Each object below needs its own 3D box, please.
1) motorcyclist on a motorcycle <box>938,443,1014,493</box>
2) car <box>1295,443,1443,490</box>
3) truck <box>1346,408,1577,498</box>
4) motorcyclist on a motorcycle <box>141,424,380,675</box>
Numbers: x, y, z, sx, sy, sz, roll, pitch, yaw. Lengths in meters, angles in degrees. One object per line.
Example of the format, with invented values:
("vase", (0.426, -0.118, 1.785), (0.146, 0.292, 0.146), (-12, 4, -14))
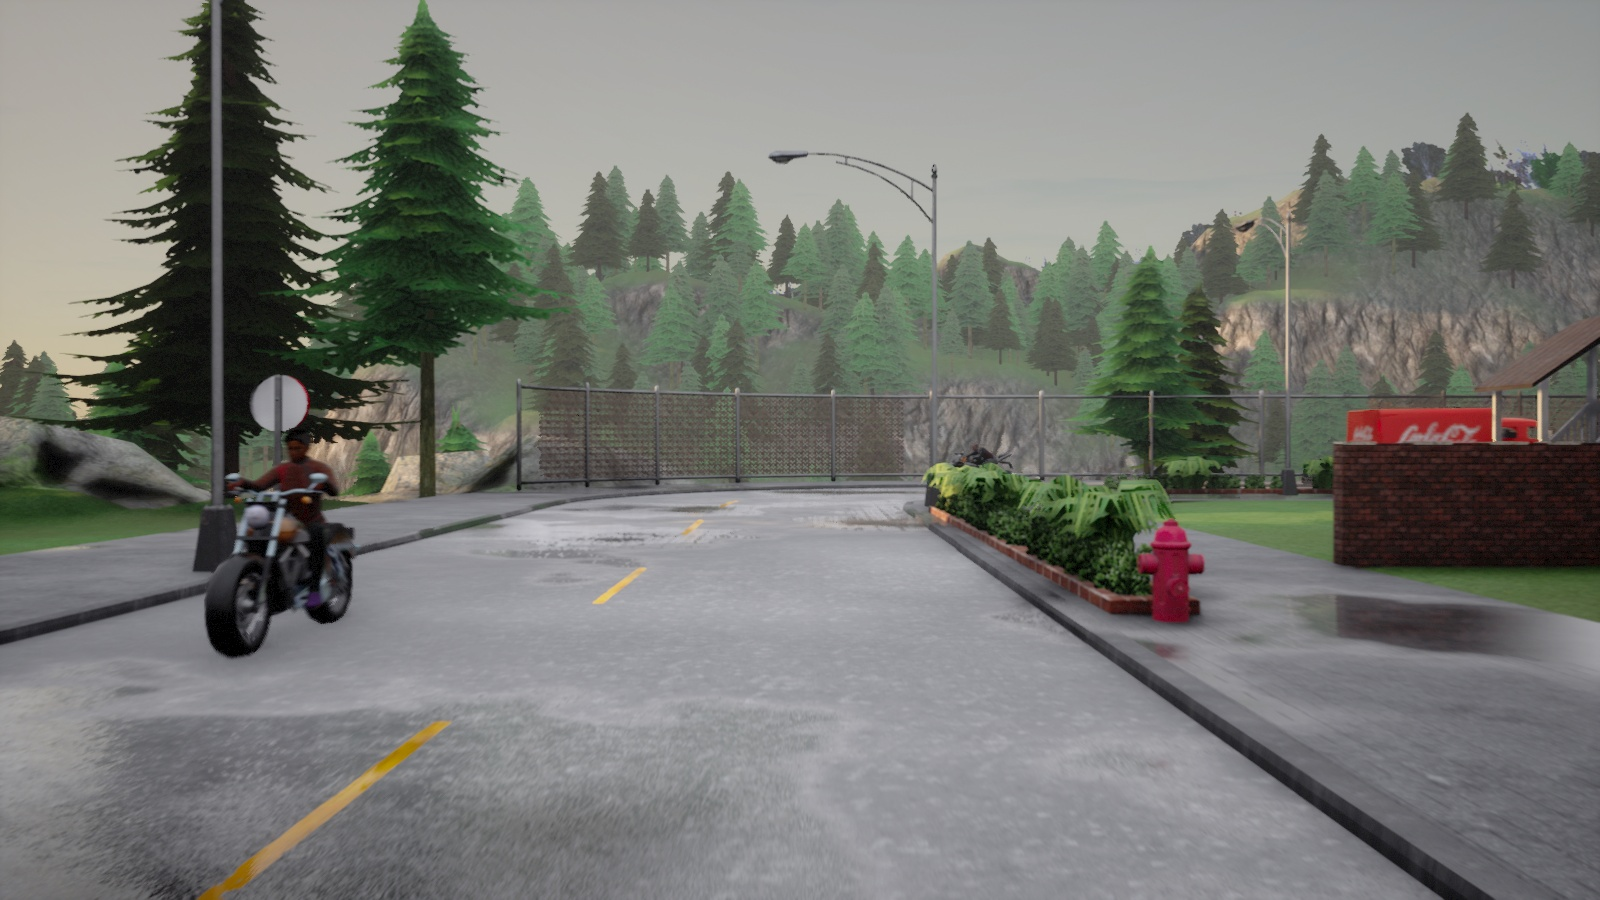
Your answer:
("motorcyclist on a motorcycle", (5.541, 0.564, 39.613), (2.191, 1.530, 0.866), (0, 1, -8))
("car", (17.996, 0.502, 39.854), (3.806, 1.475, 1.970), (0, 0, 0))
("truck", (18.754, 0.073, 35.851), (5.204, 2.467, 2.627), (0, 0, 0))
("motorcyclist on a motorcycle", (-3.931, 0.641, 9.420), (0.766, 1.649, 2.350), (0, 1, 0))
